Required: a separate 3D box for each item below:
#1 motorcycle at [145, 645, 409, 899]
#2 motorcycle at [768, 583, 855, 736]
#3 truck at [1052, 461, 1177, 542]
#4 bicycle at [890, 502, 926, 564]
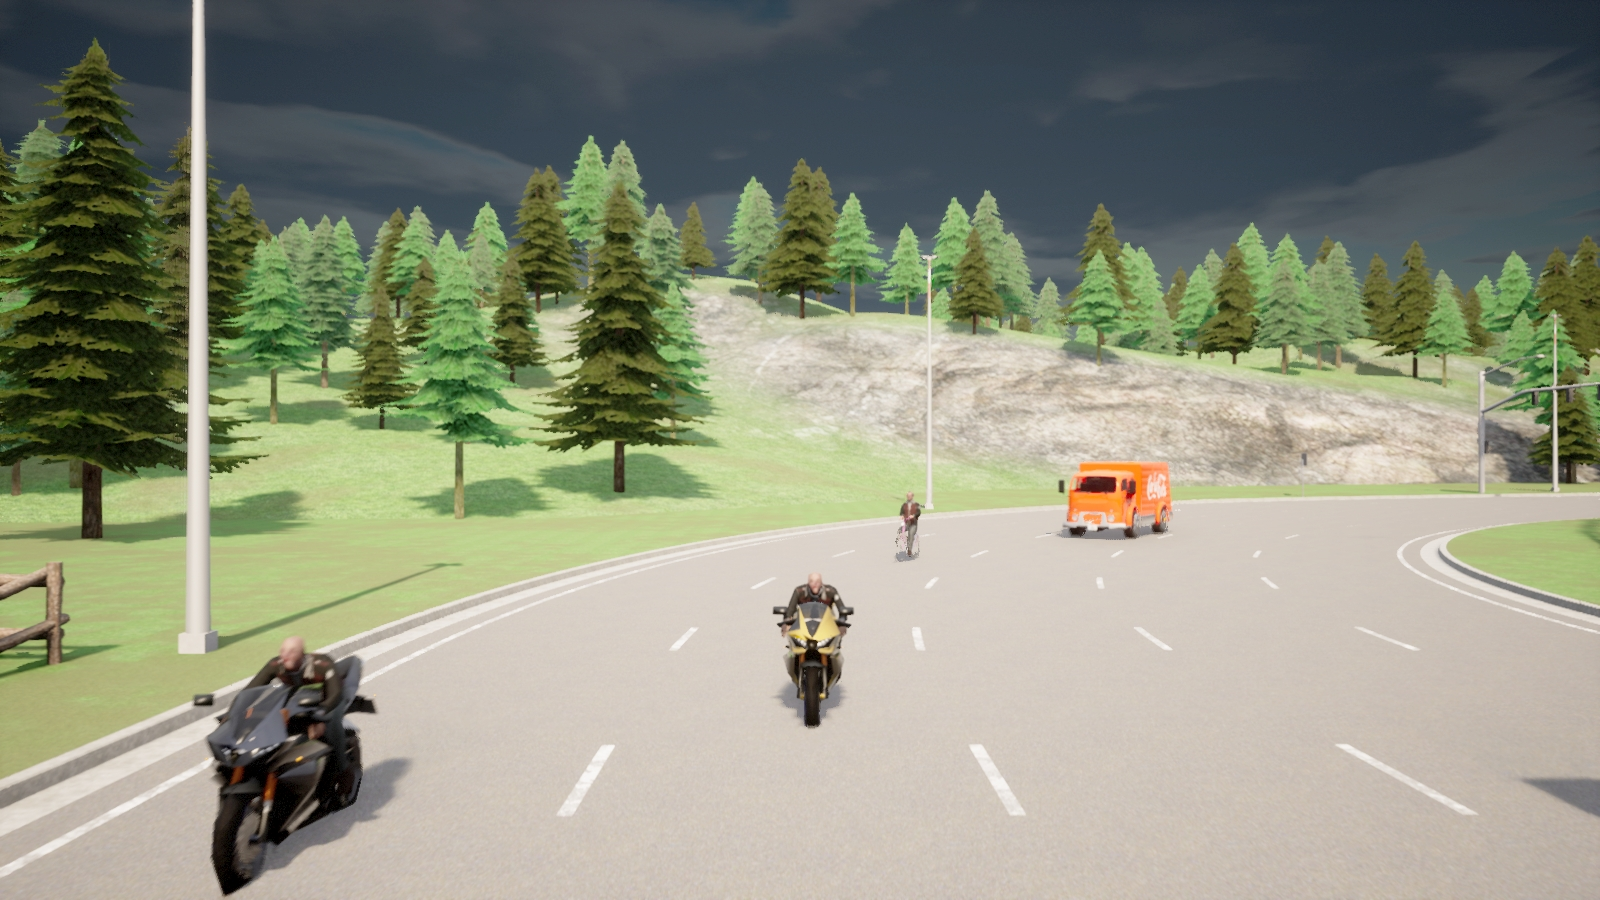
[{"bbox_3d":[-3.623,2.217,8.195,0.867,1.251,2.209,0,0,0],"label":"motorcycle"},{"bbox_3d":[0.164,2.222,12.515,0.867,1.251,2.209,0,0,3],"label":"motorcycle"},{"bbox_3d":[10.581,1.617,38.146,2.627,2.467,5.204,0,0,32],"label":"truck"},{"bbox_3d":[2.771,2.097,29.210,0.329,1.471,1.835,-1,-1,23],"label":"bicycle"}]
